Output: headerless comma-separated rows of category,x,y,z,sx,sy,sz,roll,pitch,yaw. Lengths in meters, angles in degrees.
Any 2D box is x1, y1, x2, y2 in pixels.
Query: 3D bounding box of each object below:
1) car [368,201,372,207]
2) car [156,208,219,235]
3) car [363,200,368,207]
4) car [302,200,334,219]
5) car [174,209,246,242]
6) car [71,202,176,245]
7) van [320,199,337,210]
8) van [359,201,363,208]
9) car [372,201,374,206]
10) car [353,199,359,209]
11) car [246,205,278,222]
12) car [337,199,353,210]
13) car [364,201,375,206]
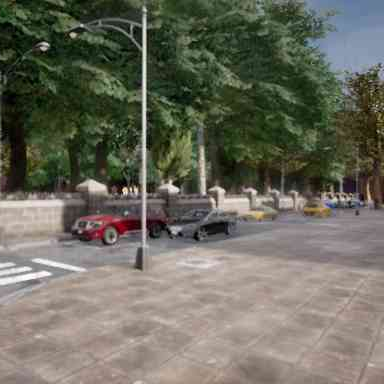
car,38.022,2.618,73.862,1.947,1.339,4.313,-1,-1,36
car,-0.163,1.760,20.781,1.802,1.307,4.206,-1,-1,36
car,34.741,2.495,69.301,1.752,1.417,4.829,-1,-1,36
car,12.956,1.898,34.623,1.882,1.535,5.008,0,-1,36
car,0.614,1.653,17.502,2.128,1.511,4.902,0,0,36
car,-3.345,1.430,16.362,2.192,1.841,5.009,-1,-1,36
van,18.930,1.933,47.326,1.690,1.788,3.998,-1,-1,36
van,31.658,2.234,65.019,1.690,1.788,3.998,-1,-1,36
car,40.927,2.677,77.916,2.008,1.369,4.403,-1,-1,36
car,28.476,2.381,60.591,1.947,1.339,4.313,-1,-1,36
car,6.102,1.833,29.491,1.752,1.417,4.829,-1,-1,36
car,25.294,2.290,56.169,2.008,1.369,4.403,-1,-1,36
car,43.997,2.787,82.216,1.802,1.307,4.206,-1,-1,36
